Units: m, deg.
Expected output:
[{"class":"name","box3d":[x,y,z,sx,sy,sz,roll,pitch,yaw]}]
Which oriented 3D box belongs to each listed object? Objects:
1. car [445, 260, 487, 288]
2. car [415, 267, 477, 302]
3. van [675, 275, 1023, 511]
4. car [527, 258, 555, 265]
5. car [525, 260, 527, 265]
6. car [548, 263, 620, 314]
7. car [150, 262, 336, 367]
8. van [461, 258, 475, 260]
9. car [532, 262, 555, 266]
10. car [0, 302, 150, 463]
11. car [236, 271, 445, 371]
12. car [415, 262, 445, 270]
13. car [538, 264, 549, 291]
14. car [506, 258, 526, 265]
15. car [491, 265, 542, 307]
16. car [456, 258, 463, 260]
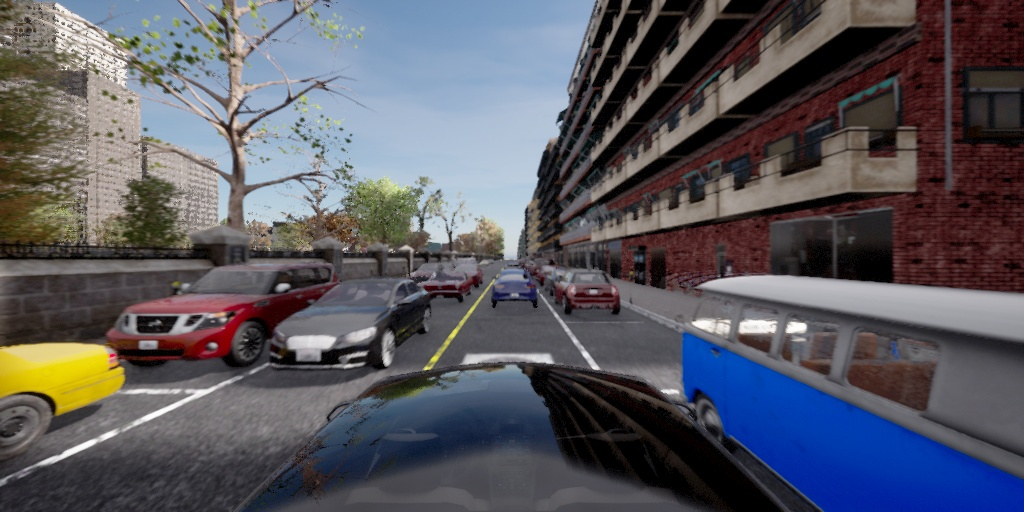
[{"class":"car","box3d":[-3.014,1.263,24.432,1.882,1.535,5.008,0,0,0]},{"class":"car","box3d":[-3.002,1.373,17.134,1.895,1.301,4.718,0,0,0]},{"class":"van","box3d":[2.691,1.092,2.493,1.690,1.789,3.998,0,0,0]},{"class":"car","box3d":[2.687,1.111,30.643,2.192,1.841,5.009,0,0,0]},{"class":"car","box3d":[2.686,1.358,36.274,2.007,1.370,4.403,0,0,0]},{"class":"car","box3d":[2.689,1.206,13.754,1.967,1.591,4.097,0,0,0]},{"class":"car","box3d":[-5.691,1.073,8.123,2.192,1.841,5.009,0,0,0]},{"class":"van","box3d":[-5.695,1.161,41.903,1.690,1.789,3.998,0,0,0]},{"class":"car","box3d":[2.688,1.331,25.013,1.888,1.381,4.507,0,0,0]},{"class":"car","box3d":[-5.690,1.276,2.323,1.751,1.417,4.829,0,0,0]},{"class":"car","box3d":[-3.083,1.250,7.888,2.128,1.511,4.902,0,0,0]},{"class":"car","box3d":[-5.693,1.226,25.013,1.967,1.591,4.097,0,0,0]},{"class":"car","box3d":[2.688,1.326,19.384,2.007,1.370,4.403,0,0,0]},{"class":"car","box3d":[0.091,1.303,38.343,2.128,1.511,4.902,0,0,0]},{"class":"car","box3d":[0.097,1.295,15.600,1.812,1.442,4.674,0,0,0]},{"class":"car","box3d":[-5.693,1.236,30.643,1.967,1.591,4.097,0,0,0]}]
